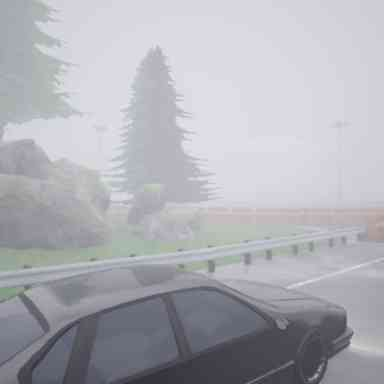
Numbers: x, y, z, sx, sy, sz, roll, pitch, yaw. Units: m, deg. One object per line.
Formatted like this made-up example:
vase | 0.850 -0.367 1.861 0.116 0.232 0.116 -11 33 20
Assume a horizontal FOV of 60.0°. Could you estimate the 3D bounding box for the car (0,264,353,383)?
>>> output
car | -0.455 1.559 3.533 5.357 1.411 2.033 0 0 -37
